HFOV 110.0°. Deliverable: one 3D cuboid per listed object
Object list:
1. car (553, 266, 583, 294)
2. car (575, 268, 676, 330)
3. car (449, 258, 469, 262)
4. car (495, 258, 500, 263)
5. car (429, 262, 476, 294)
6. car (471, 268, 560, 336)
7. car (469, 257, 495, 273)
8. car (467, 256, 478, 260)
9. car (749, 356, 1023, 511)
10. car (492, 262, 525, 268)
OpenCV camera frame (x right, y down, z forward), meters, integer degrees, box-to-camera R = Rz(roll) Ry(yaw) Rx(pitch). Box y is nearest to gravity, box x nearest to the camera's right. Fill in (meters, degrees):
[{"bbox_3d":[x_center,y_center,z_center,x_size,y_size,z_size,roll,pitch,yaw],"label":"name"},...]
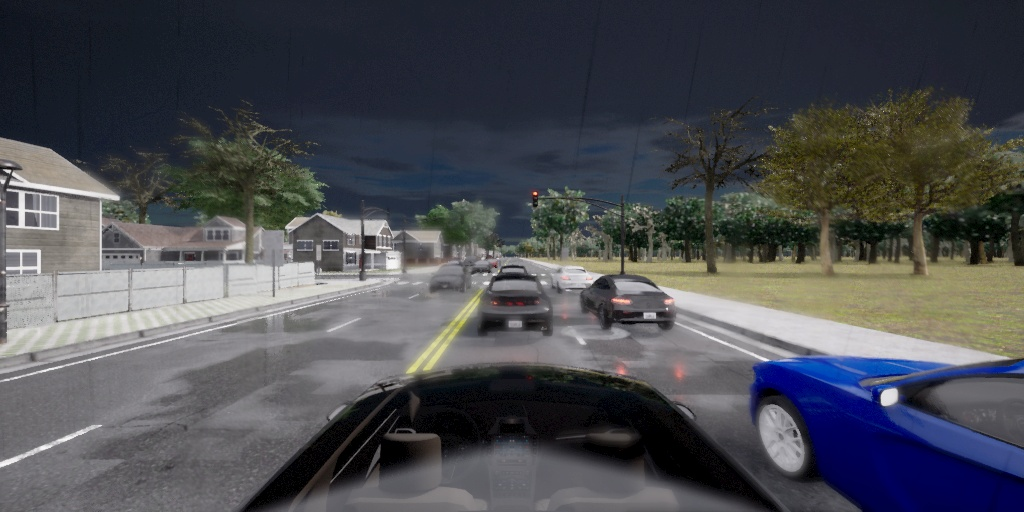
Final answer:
[{"bbox_3d":[3.322,1.276,20.069,1.812,1.442,4.674,0,0,0],"label":"car"},{"bbox_3d":[3.339,1.276,10.964,1.812,1.442,4.674,0,0,0],"label":"car"},{"bbox_3d":[-6.767,1.269,42.415,1.812,1.442,4.674,0,0,5],"label":"car"},{"bbox_3d":[-3.297,1.209,57.139,1.882,1.535,5.008,0,0,0],"label":"car"},{"bbox_3d":[-3.338,1.254,20.215,1.837,1.490,4.892,0,0,0],"label":"car"},{"bbox_3d":[0.088,1.255,10.326,1.837,1.490,4.892,0,0,0],"label":"car"},{"bbox_3d":[-3.321,1.222,40.599,1.882,1.535,5.008,0,0,0],"label":"car"},{"bbox_3d":[-6.533,0.950,58.973,2.150,2.045,5.566,0,0,1],"label":"car"},{"bbox_3d":[3.350,1.228,1.649,1.882,1.535,5.008,0,0,0],"label":"car"},{"bbox_3d":[0.069,1.255,19.742,1.837,1.490,4.892,0,0,0],"label":"car"}]
